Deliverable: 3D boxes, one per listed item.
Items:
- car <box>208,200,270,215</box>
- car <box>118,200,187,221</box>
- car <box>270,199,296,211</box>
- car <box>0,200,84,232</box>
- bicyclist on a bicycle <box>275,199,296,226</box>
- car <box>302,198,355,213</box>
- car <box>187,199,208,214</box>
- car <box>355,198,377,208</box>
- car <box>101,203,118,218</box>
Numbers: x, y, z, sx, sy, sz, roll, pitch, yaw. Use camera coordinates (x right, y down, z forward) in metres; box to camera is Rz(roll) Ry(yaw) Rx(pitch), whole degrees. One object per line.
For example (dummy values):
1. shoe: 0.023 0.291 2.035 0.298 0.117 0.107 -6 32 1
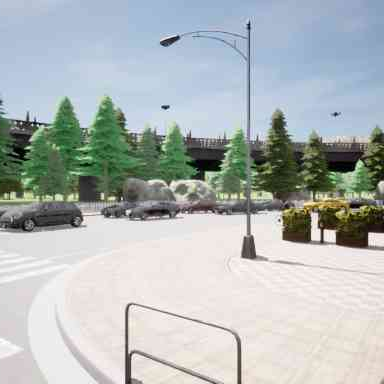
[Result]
1. car: 4.683 1.492 33.045 5.357 1.411 2.033 0 0 -26
2. car: -3.144 1.436 27.121 4.902 1.511 2.128 0 0 -44
3. car: 9.877 1.508 38.692 4.181 1.385 1.994 0 0 -14
4. car: -8.940 1.297 20.050 2.097 1.767 4.553 0 0 37
5. bicyclist on a bicycle: 5.581 1.245 19.574 0.582 1.620 1.656 0 0 -44
6. car: 14.555 1.422 36.275 5.008 1.535 1.882 0 0 -7
7. car: 0.809 1.470 34.699 4.674 1.442 1.812 0 0 -30
8. car: 19.671 1.436 40.197 4.902 1.511 2.128 0 0 0
9. car: -5.844 1.508 29.215 1.994 1.385 4.181 0 0 45
